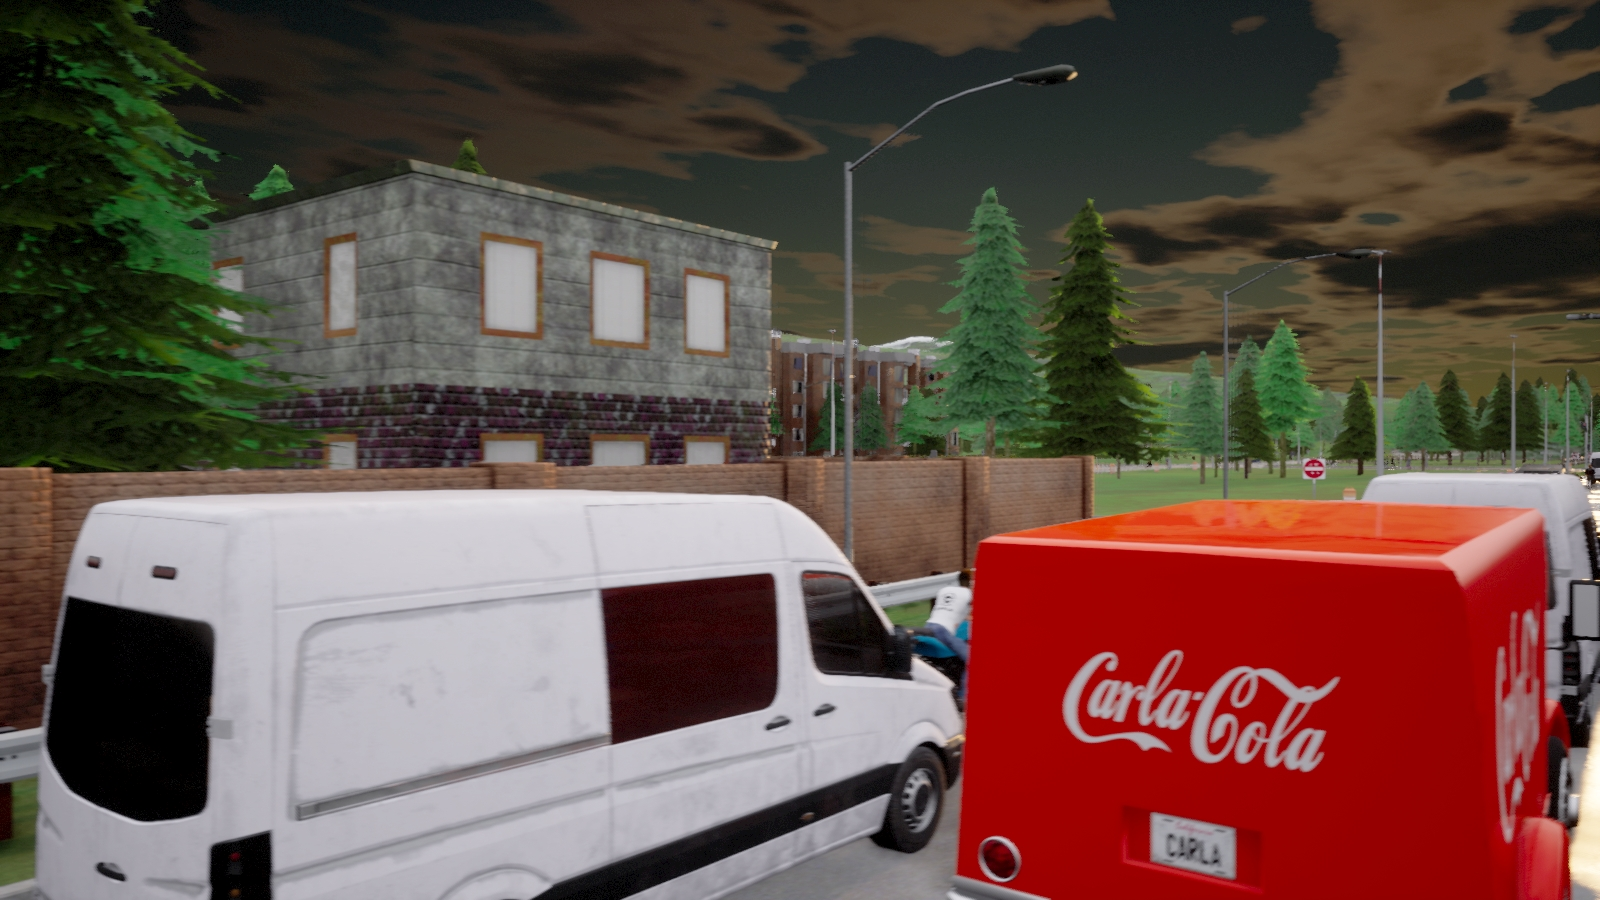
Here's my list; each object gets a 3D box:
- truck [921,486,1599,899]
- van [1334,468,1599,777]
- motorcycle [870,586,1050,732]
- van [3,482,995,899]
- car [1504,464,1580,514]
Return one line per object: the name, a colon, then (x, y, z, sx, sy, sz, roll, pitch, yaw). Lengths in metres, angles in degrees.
truck: (3.237, 1.571, 6.928, 2.627, 2.467, 5.204, 0, 1, 38)
van: (7.747, 1.526, 12.752, 1.988, 2.561, 5.915, 0, 0, 38)
motorcycle: (1.742, 2.180, 12.241, 2.033, 1.199, 0.803, 0, 0, -43)
van: (-1.107, 1.528, 7.049, 1.988, 2.561, 5.915, 0, -1, 38)
car: (34.087, 1.720, 52.400, 2.390, 2.098, 6.274, 0, 0, 38)
